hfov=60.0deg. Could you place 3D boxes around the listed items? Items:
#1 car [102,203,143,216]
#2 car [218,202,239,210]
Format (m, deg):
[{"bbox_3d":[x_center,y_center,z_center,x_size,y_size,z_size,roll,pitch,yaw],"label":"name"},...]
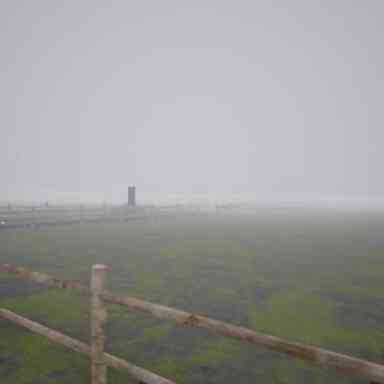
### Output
[{"bbox_3d":[-7.777,1.952,37.570,1.895,1.301,4.718,0,-1,36],"label":"car"},{"bbox_3d":[6.124,2.420,56.902,1.895,1.301,4.718,0,-1,36],"label":"car"}]
